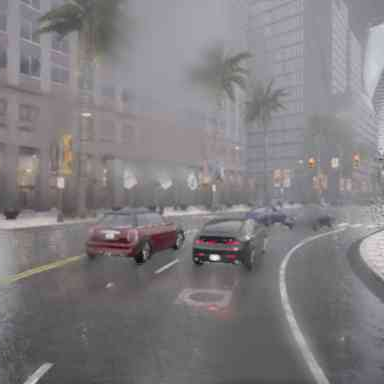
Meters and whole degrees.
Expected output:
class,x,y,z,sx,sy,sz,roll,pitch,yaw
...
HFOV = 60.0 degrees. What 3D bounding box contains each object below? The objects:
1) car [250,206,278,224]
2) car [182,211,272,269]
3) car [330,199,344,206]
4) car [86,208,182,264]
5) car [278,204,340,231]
class,x,y,z,sx,sy,sz,roll,pitch,yaw
car,5.610,1.786,25.127,1.812,1.442,4.674,0,-1,39
car,1.478,1.624,11.724,1.837,1.490,4.892,0,0,20
car,32.810,2.378,75.244,2.161,1.482,4.786,0,-1,38
car,-1.926,1.456,12.636,2.097,1.767,4.553,0,-1,19
car,8.096,1.799,22.640,2.033,1.411,5.357,0,-1,39
